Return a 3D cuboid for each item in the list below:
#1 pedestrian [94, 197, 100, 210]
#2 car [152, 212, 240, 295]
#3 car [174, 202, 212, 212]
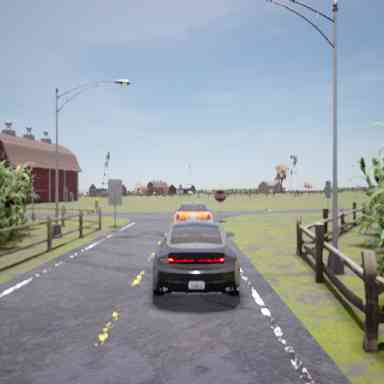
[{"bbox_3d":[-11.221,1.423,39.207,0.375,1.860,0.375,0,0,4],"label":"pedestrian"},{"bbox_3d":[0.090,1.491,8.629,1.837,1.490,4.892,0,0,0],"label":"car"},{"bbox_3d":[0.074,1.322,18.725,2.097,1.767,4.553,0,0,0],"label":"car"}]
